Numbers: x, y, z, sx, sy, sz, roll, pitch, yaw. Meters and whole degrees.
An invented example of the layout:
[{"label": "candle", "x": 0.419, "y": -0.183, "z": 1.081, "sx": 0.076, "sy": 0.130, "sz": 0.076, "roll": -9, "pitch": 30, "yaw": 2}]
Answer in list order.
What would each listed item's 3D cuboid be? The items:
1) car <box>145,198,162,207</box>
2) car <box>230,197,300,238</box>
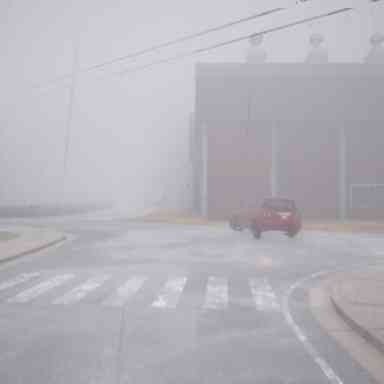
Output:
[{"label": "car", "x": -7.771, "y": 2.083, "z": 67.929, "sx": 2.097, "sy": 1.767, "sz": 4.553, "roll": 0, "pitch": 0, "yaw": 16}, {"label": "car", "x": 3.973, "y": 1.334, "z": 18.610, "sx": 2.150, "sy": 2.045, "sz": 5.566, "roll": 2, "pitch": -1, "yaw": -9}]
